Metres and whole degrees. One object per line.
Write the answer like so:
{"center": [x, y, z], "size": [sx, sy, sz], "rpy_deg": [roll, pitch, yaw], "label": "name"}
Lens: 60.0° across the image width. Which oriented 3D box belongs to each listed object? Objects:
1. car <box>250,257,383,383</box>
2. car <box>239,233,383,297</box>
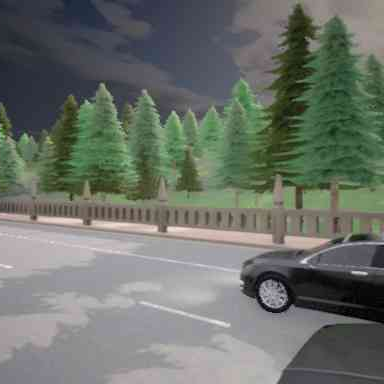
{"center": [3.150, 1.550, 1.746], "size": [5.357, 1.411, 2.033], "rpy_deg": [0, 0, 36], "label": "car"}
{"center": [3.213, 1.504, 6.001], "size": [4.892, 1.490, 1.837], "rpy_deg": [0, 0, 36], "label": "car"}
